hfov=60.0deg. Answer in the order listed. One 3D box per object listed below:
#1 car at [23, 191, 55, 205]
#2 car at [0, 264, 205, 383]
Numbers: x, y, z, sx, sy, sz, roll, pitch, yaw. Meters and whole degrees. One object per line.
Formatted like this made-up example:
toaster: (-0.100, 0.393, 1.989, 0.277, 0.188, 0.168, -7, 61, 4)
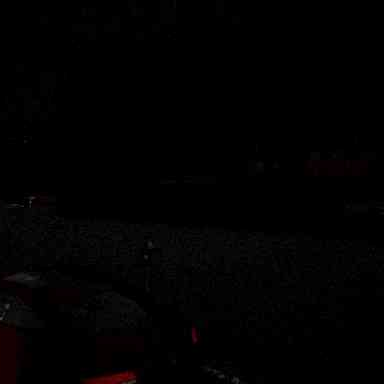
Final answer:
car: (-19.027, 0.732, 42.467, 2.097, 1.767, 4.553, 1, 2, 36)
car: (-1.810, 1.581, 4.093, 4.206, 1.307, 1.802, 0, 1, 36)
